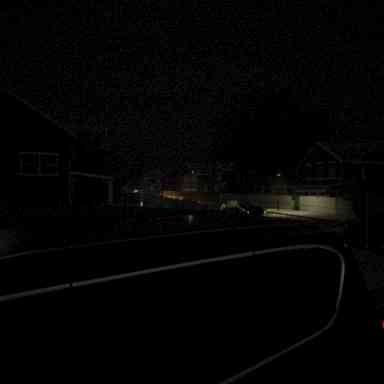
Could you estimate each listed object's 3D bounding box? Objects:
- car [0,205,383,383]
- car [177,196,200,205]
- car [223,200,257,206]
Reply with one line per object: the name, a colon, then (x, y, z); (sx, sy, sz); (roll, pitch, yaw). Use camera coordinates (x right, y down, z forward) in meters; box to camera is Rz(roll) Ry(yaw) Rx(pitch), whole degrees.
car: (-1.031, 1.221, 1.751); (5.566, 2.045, 2.150); (0, 0, -37)
car: (-0.552, 1.216, 40.948); (1.895, 1.301, 4.718); (0, 1, -19)
car: (3.959, 1.332, 26.233); (2.033, 1.411, 5.357); (0, 0, -15)
